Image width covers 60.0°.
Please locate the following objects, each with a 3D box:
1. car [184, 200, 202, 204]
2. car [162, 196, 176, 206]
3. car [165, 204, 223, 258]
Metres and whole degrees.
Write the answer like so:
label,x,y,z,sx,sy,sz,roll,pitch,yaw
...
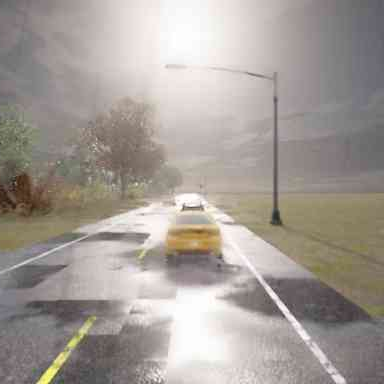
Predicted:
label,x,y,z,sx,sy,sz,roll,pitch,yaw
car,0.073,1.422,27.706,2.128,1.511,4.902,0,0,1
car,-3.547,1.348,52.314,1.882,1.535,5.008,0,0,0
car,0.077,1.444,12.659,1.882,1.535,5.008,0,0,0
